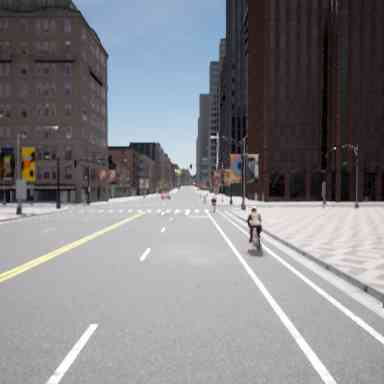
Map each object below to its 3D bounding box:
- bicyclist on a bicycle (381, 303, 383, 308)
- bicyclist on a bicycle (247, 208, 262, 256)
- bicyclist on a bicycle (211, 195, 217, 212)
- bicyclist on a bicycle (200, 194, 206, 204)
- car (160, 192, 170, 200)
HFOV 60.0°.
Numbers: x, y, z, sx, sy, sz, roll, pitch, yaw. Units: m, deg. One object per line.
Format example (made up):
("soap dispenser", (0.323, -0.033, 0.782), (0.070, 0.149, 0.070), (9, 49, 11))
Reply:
("bicyclist on a bicycle", (2.465, 1.420, 3.338), (0.866, 1.612, 1.509), (0, 0, 0))
("bicyclist on a bicycle", (2.258, 1.397, 11.980), (0.582, 1.620, 1.656), (0, 0, 0))
("bicyclist on a bicycle", (2.235, 1.227, 34.227), (0.659, 1.776, 1.843), (0, 0, 0))
("bicyclist on a bicycle", (2.199, 1.235, 58.008), (0.582, 1.620, 1.656), (0, 0, 0))
("car", (-6.607, 0.927, 82.882), (2.150, 2.045, 5.566), (0, 0, 0))
